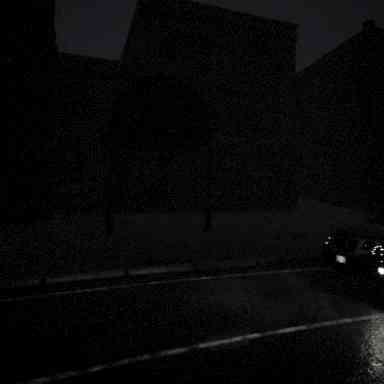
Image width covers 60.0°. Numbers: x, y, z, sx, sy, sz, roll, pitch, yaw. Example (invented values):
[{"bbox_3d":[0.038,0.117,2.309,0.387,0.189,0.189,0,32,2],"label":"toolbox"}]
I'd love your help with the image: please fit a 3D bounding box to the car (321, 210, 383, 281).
[{"bbox_3d":[6.137,1.211,8.513,5.566,2.045,2.150,0,0,-16],"label":"car"}]
